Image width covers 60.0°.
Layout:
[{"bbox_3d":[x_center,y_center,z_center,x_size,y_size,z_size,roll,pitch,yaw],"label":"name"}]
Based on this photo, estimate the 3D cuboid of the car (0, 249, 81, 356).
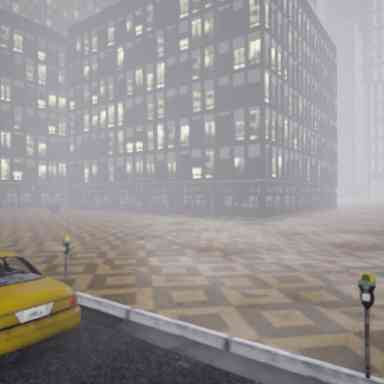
[{"bbox_3d":[-3.892,1.518,5.620,4.829,1.417,1.752,0,0,35],"label":"car"}]
